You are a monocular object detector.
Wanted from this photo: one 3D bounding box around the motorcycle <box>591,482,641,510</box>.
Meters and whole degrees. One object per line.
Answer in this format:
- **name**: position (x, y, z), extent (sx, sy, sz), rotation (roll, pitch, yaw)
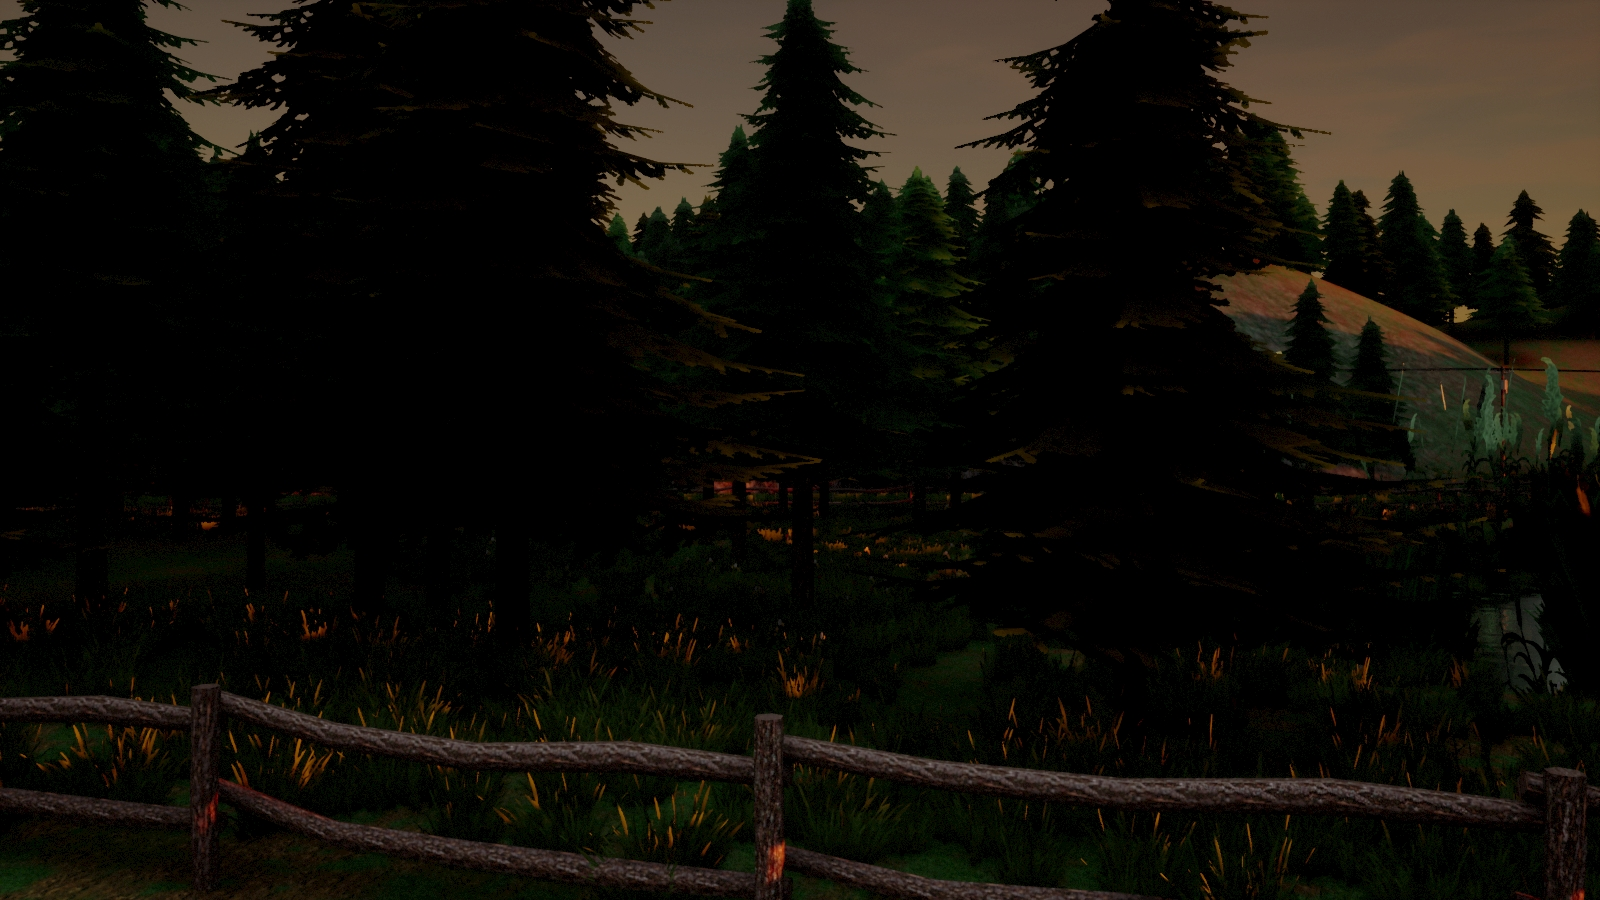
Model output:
- **motorcycle**: position (-8.716, 2.178, 54.116), extent (2.209, 1.251, 0.867), rotation (0, 0, 14)
